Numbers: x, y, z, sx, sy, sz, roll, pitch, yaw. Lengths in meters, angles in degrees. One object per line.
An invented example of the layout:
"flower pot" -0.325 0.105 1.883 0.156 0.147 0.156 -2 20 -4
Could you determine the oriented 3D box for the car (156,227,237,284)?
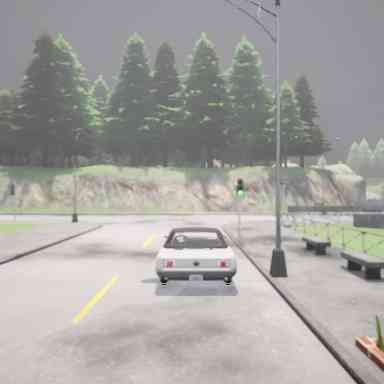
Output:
"car" 0.099 1.674 9.783 1.895 1.301 4.718 0 0 0
